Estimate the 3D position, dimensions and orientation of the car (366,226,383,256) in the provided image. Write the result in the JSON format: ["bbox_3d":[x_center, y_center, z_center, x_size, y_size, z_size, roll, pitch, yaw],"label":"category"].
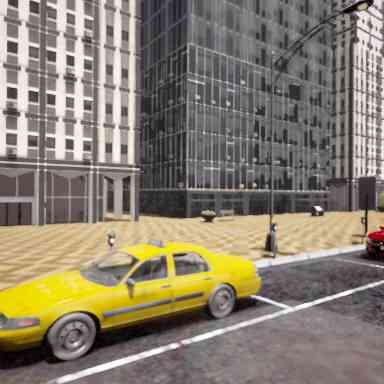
[{"bbox_3d":[8.270,1.677,12.459,4.507,1.381,1.887,1,0,-35],"label":"car"}]

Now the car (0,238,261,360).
[{"bbox_3d":[-0.876,1.550,5.935,4.829,1.417,1.752,1,0,-35],"label":"car"}]
